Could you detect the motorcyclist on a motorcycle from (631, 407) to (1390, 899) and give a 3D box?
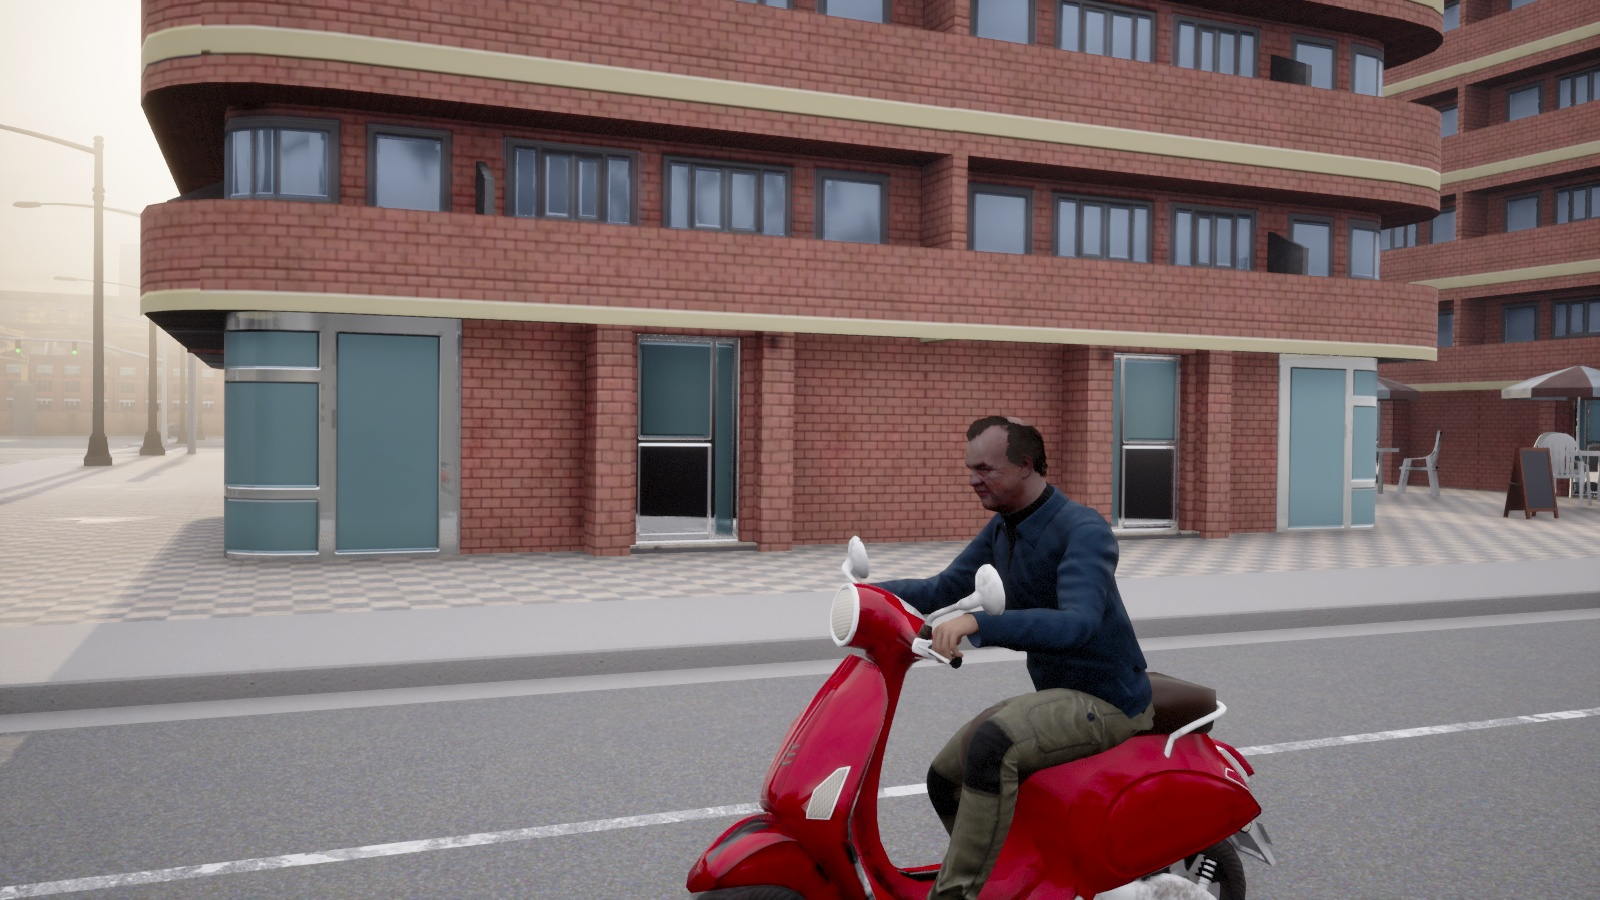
[{"bbox_3d":[0.546,0.691,3.382,1.817,1.590,0.866,-1,1,-21],"label":"motorcyclist on a motorcycle"}]
